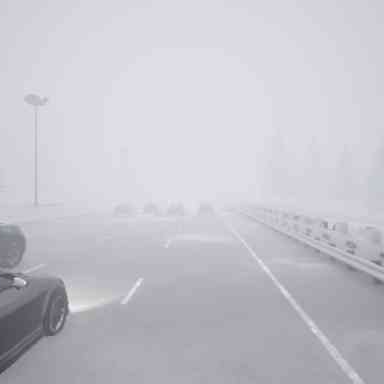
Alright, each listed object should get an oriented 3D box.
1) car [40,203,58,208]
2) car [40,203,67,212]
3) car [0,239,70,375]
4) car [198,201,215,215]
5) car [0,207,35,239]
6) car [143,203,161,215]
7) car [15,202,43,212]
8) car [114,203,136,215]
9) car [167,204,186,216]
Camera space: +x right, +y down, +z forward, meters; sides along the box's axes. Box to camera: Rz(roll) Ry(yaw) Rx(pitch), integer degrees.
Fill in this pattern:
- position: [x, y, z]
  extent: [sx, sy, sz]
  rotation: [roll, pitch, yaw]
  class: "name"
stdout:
- position: [-19.341, 2.235, 43.187]
  extent: [2.033, 1.411, 5.357]
  rotation: [0, -1, 3]
  class: "car"
- position: [-22.340, 2.478, 54.048]
  extent: [2.033, 1.411, 5.357]
  rotation: [0, -1, 1]
  class: "car"
- position: [-3.173, 1.595, 4.112]
  extent: [1.994, 1.385, 4.181]
  rotation: [0, 0, 2]
  class: "car"
- position: [1.844, 1.980, 43.242]
  extent: [2.097, 1.767, 4.553]
  rotation: [0, -1, 2]
  class: "car"
- position: [-6.511, 1.290, 8.409]
  extent: [2.150, 2.045, 5.566]
  rotation: [0, -1, 2]
  class: "car"
- position: [-5.160, 2.152, 43.266]
  extent: [1.837, 1.490, 4.892]
  rotation: [0, -1, 2]
  class: "car"
- position: [-25.882, 2.425, 53.024]
  extent: [1.837, 1.490, 4.892]
  rotation: [0, -2, 2]
  class: "car"
- position: [-8.663, 2.135, 43.252]
  extent: [1.882, 1.535, 5.008]
  rotation: [0, -1, 2]
  class: "car"
- position: [-1.813, 2.098, 39.213]
  extent: [2.033, 1.411, 5.357]
  rotation: [0, -1, 3]
  class: "car"
